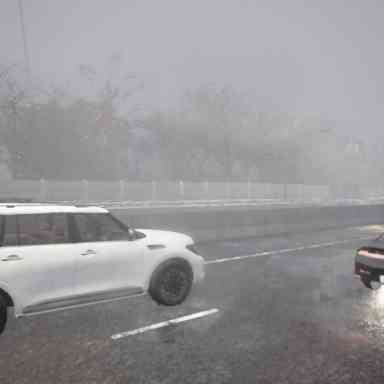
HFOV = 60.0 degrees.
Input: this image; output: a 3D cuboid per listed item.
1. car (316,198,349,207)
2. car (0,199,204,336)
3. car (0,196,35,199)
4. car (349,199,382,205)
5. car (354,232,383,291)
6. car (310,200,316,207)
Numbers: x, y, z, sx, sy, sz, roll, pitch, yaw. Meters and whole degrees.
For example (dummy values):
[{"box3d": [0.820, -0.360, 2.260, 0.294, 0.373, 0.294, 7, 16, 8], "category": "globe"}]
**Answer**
[{"box3d": [18.967, 1.650, 43.271, 5.357, 1.411, 2.033, 0, 0, -35], "category": "car"}, {"box3d": [-2.398, 1.225, 6.339, 5.566, 2.045, 2.150, 0, 0, -35], "category": "car"}, {"box3d": [-9.545, 1.222, 14.379, 5.566, 2.045, 2.150, 0, 0, -35], "category": "car"}, {"box3d": [21.747, 1.631, 40.949, 4.674, 1.442, 1.812, 0, 0, -35], "category": "car"}, {"box3d": [5.785, 1.513, 7.863, 4.902, 1.511, 2.128, 0, 0, -35], "category": "car"}, {"box3d": [18.857, 1.586, 47.468, 5.008, 1.535, 1.882, 1, 0, -35], "category": "car"}]
